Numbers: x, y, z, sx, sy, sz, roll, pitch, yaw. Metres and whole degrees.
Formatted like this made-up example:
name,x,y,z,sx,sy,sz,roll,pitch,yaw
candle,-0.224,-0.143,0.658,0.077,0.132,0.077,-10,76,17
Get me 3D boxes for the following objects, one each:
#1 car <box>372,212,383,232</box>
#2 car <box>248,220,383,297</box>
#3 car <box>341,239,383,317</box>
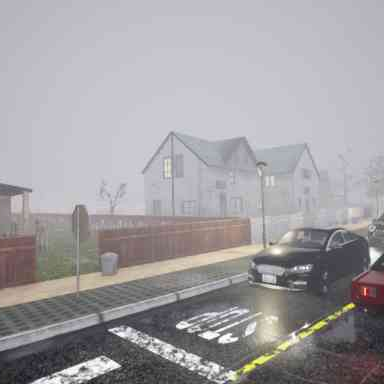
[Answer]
name,x,y,z,sx,sy,sz,roll,pitch,yaw
car,10.633,1.751,17.157,2.097,1.767,4.553,-4,-3,41
car,3.485,1.771,9.468,2.128,1.511,4.902,-4,-4,44
car,5.009,1.707,6.807,1.895,1.301,4.718,-4,-4,45
